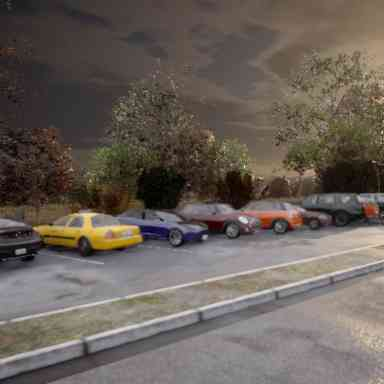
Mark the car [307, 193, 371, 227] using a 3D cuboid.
[{"bbox_3d":[8.508,1.126,22.215,5.566,2.045,2.435,-1,0,34],"label":"car"}]

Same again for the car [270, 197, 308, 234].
[{"bbox_3d":[3.728,1.290,18.700,4.553,1.767,2.185,-1,0,34],"label":"car"}]

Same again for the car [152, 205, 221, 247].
[{"bbox_3d":[-1.438,1.487,14.991,4.792,1.488,2.163,-1,-1,34],"label":"car"}]

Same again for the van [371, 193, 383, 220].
[{"bbox_3d":[11.047,1.130,23.876,4.442,1.987,1.878,-1,-1,34],"label":"van"}]

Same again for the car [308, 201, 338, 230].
[{"bbox_3d":[6.122,1.437,20.462,4.674,1.452,2.002,-1,-1,34],"label":"car"}]

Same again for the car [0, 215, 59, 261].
[{"bbox_3d":[-6.971,1.503,11.038,4.892,1.521,2.231,-1,0,34],"label":"car"}]

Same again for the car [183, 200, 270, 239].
[{"bbox_3d":[1.264,1.310,17.003,4.553,1.767,2.185,-1,-1,34],"label":"car"}]

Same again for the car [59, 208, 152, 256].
[{"bbox_3d":[-4.375,1.480,13.123,5.366,1.575,1.946,-1,0,34],"label":"car"}]
